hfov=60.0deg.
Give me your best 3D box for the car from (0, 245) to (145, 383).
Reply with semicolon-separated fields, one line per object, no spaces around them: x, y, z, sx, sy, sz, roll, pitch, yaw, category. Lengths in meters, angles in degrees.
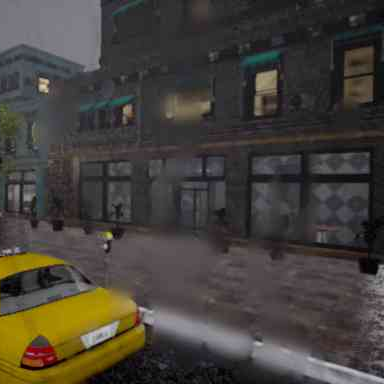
-2.859;1.477;4.917;4.829;1.417;1.752;1;1;36;car
